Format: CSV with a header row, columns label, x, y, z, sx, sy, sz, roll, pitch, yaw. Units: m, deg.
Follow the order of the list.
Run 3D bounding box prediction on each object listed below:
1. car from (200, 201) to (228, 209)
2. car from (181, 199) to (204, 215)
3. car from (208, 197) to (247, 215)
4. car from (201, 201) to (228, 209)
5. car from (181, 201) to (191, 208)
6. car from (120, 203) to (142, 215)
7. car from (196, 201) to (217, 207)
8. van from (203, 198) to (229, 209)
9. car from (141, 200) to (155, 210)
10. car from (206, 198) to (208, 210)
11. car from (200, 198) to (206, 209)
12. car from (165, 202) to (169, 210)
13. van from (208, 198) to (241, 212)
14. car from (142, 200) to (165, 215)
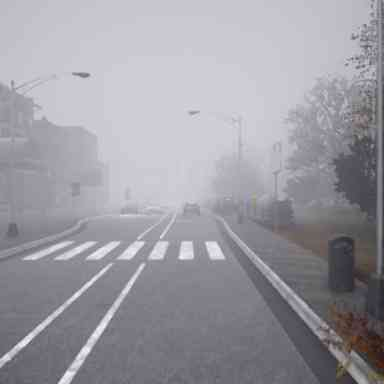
label,x,y,z,sx,sy,sz,roll,pitch,yaw
car,4.381,2.558,67.352,5.366,1.575,1.946,1,-2,-22
car,-0.105,1.885,38.630,2.128,1.511,4.902,0,-1,-2
car,5.163,1.600,37.720,5.566,2.045,2.435,1,-2,-22
car,4.326,2.523,64.334,4.792,1.488,2.163,1,-2,-22
car,-1.320,2.749,73.765,2.033,1.411,5.357,0,-1,-2
car,-7.266,1.990,39.684,1.994,1.385,4.181,0,-1,-2
car,3.624,2.891,82.124,4.674,1.452,2.002,1,-1,-23
van,4.500,2.204,61.415,4.442,1.987,1.878,1,-2,-22
car,-7.833,2.259,59.435,2.097,1.767,4.553,0,-1,-1
car,5.024,1.674,40.644,5.566,2.045,2.435,1,-1,-22
car,4.704,1.970,52.503,5.566,2.045,2.435,1,-2,-22
car,-4.993,2.388,57.812,1.812,1.442,4.674,0,-2,-1
van,4.873,1.926,49.581,4.442,1.987,1.878,1,-2,-22
car,-4.444,1.932,38.961,1.812,1.442,4.674,0,-1,-2
